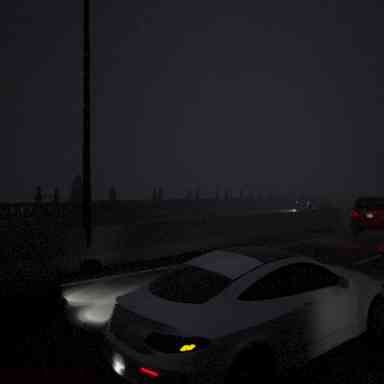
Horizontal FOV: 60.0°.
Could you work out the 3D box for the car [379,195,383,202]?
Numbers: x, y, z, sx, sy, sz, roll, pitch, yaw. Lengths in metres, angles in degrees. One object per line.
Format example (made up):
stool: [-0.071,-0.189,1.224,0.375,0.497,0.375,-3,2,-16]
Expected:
car: [43.687,1.493,74.660,1.882,1.535,5.008,0,0,43]

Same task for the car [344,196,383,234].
car: [10.517,1.241,18.106,2.150,2.045,5.566,0,0,44]

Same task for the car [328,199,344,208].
car: [16.241,1.568,34.768,1.812,1.442,4.674,0,0,43]

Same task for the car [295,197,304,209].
car: [15.529,1.414,44.298,2.097,1.767,4.553,0,0,43]

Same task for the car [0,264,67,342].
car: [-4.735,1.566,4.734,5.357,1.411,2.033,0,0,-36]

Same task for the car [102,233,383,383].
car: [1.067,1.534,4.814,4.674,1.442,1.812,0,0,-38]

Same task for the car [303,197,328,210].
car: [15.179,1.559,38.775,1.837,1.490,4.892,0,-1,43]
